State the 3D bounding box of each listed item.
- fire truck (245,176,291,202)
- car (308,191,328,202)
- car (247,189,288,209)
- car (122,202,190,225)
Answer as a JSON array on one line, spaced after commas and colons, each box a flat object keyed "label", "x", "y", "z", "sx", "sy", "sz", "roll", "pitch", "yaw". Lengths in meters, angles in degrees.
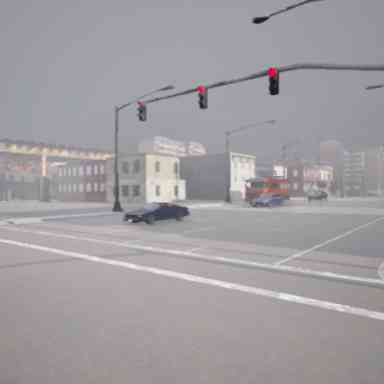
[{"label": "fire truck", "x": 10.411, "y": -0.258, "z": 45.190, "sx": 2.891, "sy": 3.827, "sz": 8.468, "roll": 0, "pitch": 1, "yaw": 39}, {"label": "car", "x": 19.257, "y": 0.613, "z": 50.629, "sx": 1.837, "sy": 1.490, "sz": 4.892, "roll": 0, "pitch": 1, "yaw": 39}, {"label": "car", "x": 8.556, "y": 0.899, "z": 37.392, "sx": 2.097, "sy": 1.767, "sz": 4.553, "roll": 0, "pitch": 1, "yaw": 39}, {"label": "car", "x": -2.384, "y": 1.424, "z": 23.724, "sx": 2.033, "sy": 1.411, "sz": 5.357, "roll": 0, "pitch": 1, "yaw": 38}]
